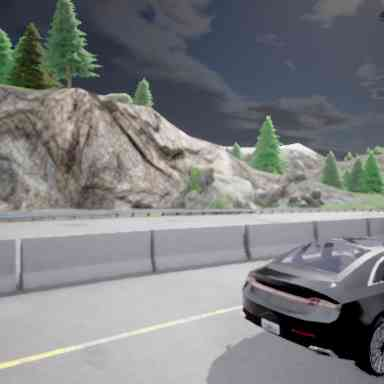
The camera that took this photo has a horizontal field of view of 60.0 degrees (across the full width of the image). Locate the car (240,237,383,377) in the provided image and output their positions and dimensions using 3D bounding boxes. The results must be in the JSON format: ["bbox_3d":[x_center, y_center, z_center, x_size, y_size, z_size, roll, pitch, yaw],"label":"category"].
[{"bbox_3d":[3.037,1.534,5.609,4.902,1.511,2.128,1,0,-33],"label":"car"}]
